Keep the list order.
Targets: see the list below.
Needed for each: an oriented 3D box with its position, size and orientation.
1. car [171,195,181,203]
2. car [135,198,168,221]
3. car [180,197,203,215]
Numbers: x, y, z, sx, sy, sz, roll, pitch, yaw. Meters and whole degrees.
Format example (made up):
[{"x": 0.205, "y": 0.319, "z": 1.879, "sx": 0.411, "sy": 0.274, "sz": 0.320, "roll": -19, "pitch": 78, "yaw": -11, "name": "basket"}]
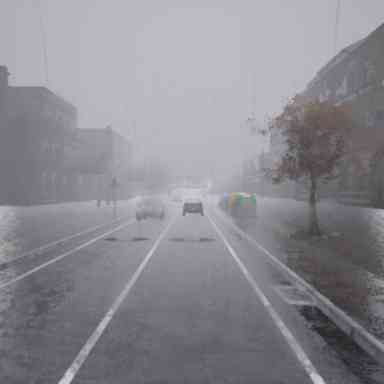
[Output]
[{"x": -3.009, "y": 1.420, "z": 66.481, "sx": 1.837, "sy": 1.490, "sz": 4.892, "roll": 0, "pitch": 0, "yaw": 0, "name": "car"}, {"x": -3.097, "y": 1.293, "z": 26.167, "sx": 2.097, "sy": 1.767, "sz": 4.553, "roll": 0, "pitch": 0, "yaw": 0, "name": "car"}, {"x": 0.098, "y": 1.399, "z": 32.490, "sx": 1.882, "sy": 1.535, "sz": 5.008, "roll": 0, "pitch": 0, "yaw": 0, "name": "car"}]
